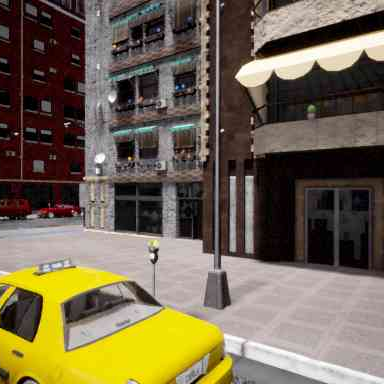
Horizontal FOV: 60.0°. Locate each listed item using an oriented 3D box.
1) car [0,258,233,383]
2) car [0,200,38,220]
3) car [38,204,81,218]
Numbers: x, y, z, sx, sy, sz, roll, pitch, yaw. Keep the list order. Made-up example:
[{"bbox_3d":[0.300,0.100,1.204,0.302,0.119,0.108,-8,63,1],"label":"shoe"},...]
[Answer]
[{"bbox_3d":[-1.874,1.525,4.199,4.829,1.417,1.752,0,0,35],"label":"car"},{"bbox_3d":[-16.838,1.591,29.453,2.192,1.841,5.009,-1,-2,35],"label":"car"},{"bbox_3d":[-13.556,1.923,34.101,1.887,1.381,4.507,-1,-2,35],"label":"car"}]
